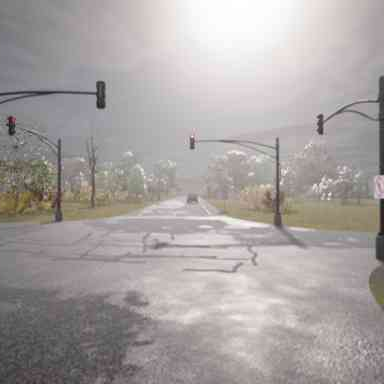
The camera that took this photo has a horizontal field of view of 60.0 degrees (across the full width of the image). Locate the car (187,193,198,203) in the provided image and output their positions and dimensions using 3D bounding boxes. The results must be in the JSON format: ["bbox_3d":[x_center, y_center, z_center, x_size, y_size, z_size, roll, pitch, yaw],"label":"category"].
[{"bbox_3d":[0.108,1.237,67.703,2.150,2.045,5.566,0,0,0],"label":"car"}]
